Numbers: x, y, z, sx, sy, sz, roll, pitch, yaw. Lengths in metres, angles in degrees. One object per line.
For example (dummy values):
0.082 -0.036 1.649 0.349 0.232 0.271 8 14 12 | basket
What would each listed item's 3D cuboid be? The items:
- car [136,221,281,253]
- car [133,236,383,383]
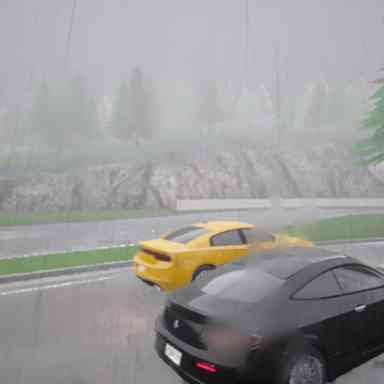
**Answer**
1.011 1.491 8.440 5.008 1.535 1.882 0 0 -32 | car
1.718 1.535 4.773 4.674 1.442 1.812 0 0 -33 | car
